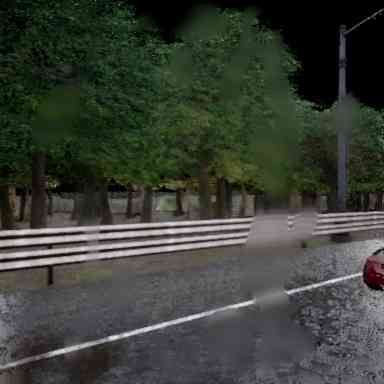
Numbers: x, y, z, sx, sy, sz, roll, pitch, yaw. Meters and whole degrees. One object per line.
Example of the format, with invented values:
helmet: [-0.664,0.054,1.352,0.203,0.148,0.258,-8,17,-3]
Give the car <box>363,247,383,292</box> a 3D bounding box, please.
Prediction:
car: [5.976,1.640,8.000,4.181,1.385,1.994,1,0,-35]
